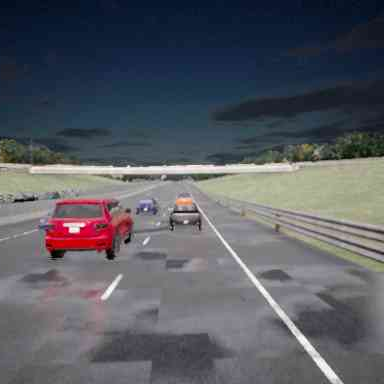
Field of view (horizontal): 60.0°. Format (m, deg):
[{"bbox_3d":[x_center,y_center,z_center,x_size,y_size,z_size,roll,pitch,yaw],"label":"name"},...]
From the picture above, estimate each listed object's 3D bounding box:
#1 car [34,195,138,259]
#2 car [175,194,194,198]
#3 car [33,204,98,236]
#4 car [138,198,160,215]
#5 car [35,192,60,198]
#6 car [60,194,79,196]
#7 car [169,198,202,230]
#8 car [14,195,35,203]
[{"bbox_3d":[-3.687,1.240,12.892,2.150,2.045,5.566,-1,0,-1],"label":"car"},{"bbox_3d":[-0.859,0.963,39.089,2.097,1.767,4.553,-1,1,-1],"label":"car"},{"bbox_3d":[-7.372,1.539,20.087,2.033,1.411,5.357,-1,1,-2],"label":"car"},{"bbox_3d":[-4.165,1.314,31.662,1.812,1.442,4.674,-1,1,-1],"label":"car"},{"bbox_3d":[-22.307,0.871,52.462,2.097,1.767,4.553,-1,2,-1],"label":"car"},{"bbox_3d":[-18.810,1.024,52.754,1.812,1.442,4.674,-1,1,-1],"label":"car"},{"bbox_3d":[-0.388,1.413,20.634,2.128,1.511,4.902,-1,1,-1],"label":"car"},{"bbox_3d":[-25.795,1.167,51.852,1.895,1.301,4.718,-1,1,-1],"label":"car"}]
